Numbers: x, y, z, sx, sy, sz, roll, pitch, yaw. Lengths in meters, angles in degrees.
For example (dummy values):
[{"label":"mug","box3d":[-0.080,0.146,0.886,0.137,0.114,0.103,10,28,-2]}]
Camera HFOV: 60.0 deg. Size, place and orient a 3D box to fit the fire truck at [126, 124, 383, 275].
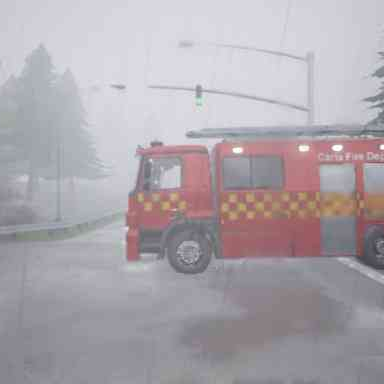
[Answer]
[{"label":"fire truck","box3d":[2.483,0.140,9.820,8.468,3.827,2.891,-1,0,0]}]
